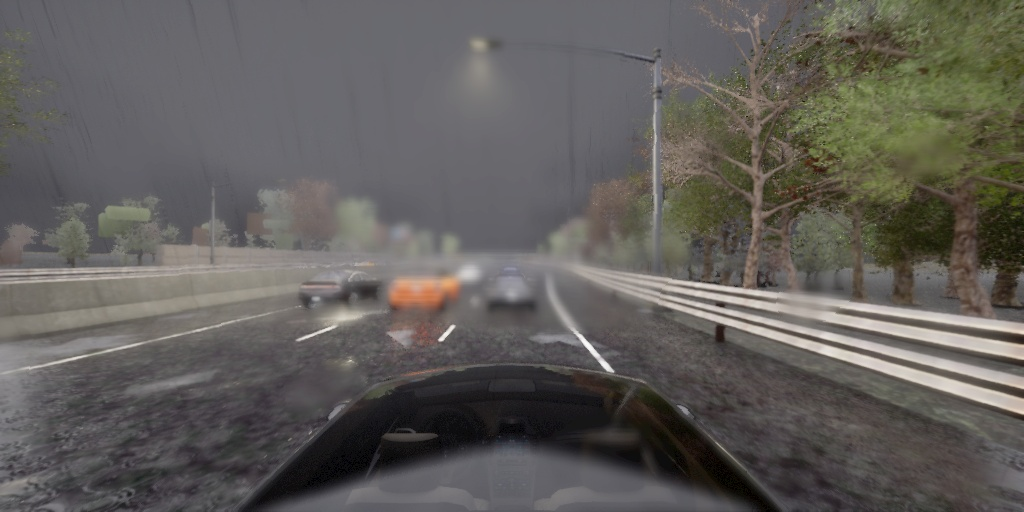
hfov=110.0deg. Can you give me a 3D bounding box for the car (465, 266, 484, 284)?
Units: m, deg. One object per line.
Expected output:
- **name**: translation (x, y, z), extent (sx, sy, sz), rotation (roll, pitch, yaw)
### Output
- **car**: translation (-3.470, 1.588, 30.751), extent (1.812, 1.442, 4.674), rotation (0, 0, 1)

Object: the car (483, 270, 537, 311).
- **car**: translation (0.025, 1.458, 15.356), extent (1.994, 1.385, 4.181), rotation (0, -1, 1)

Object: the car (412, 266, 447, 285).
- **car**: translation (-6.971, 1.588, 30.746), extent (1.812, 1.442, 4.674), rotation (0, 0, 1)

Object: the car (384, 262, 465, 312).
- **car**: translation (-3.474, 1.244, 15.269), extent (2.097, 1.767, 4.553), rotation (0, -1, 0)

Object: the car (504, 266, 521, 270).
- **car**: translation (0.028, 1.589, 30.751), extent (1.812, 1.442, 4.674), rotation (0, 0, 1)

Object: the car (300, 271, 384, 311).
- **car**: translation (-6.976, 1.387, 15.355), extent (2.128, 1.511, 4.902), rotation (0, 0, 1)
